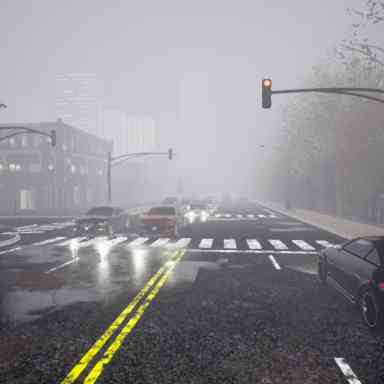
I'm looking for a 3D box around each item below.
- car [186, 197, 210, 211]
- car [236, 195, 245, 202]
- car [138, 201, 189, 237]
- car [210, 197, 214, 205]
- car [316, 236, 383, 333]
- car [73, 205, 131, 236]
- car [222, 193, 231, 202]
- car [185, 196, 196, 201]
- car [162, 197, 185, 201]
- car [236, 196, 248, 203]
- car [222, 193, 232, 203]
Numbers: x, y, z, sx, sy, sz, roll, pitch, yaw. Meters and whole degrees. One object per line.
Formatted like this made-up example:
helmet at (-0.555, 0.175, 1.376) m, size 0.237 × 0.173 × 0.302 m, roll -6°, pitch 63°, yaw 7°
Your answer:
car at (0.830, 1.589, 40.715) m, size 1.895 × 1.301 × 4.718 m, roll 0°, pitch 0°, yaw 6°
car at (11.527, 1.521, 78.909) m, size 1.994 × 1.385 × 4.181 m, roll 0°, pitch 0°, yaw 6°
car at (-1.544, 1.474, 18.387) m, size 1.882 × 1.535 × 5.008 m, roll 0°, pitch 0°, yaw 6°
car at (2.961, 1.526, 60.431) m, size 2.033 × 1.411 × 5.357 m, roll 0°, pitch 0°, yaw 6°
car at (3.952, 1.562, 6.692) m, size 1.994 × 1.385 × 4.181 m, roll 0°, pitch 0°, yaw 6°
car at (-4.810, 1.502, 18.407) m, size 1.837 × 1.490 × 4.892 m, roll 0°, pitch 0°, yaw 6°
car at (8.345, 1.194, 79.706) m, size 2.150 × 2.045 × 5.566 m, roll 0°, pitch 0°, yaw 6°
car at (-0.923, 1.546, 54.858) m, size 1.994 × 1.385 × 4.181 m, roll 0°, pitch 0°, yaw 6°
car at (-2.502, 1.341, 40.116) m, size 2.097 × 1.767 × 4.553 m, roll 0°, pitch 0°, yaw 6°
car at (10.562, 1.466, 68.865) m, size 2.128 × 1.511 × 4.902 m, roll 0°, pitch 0°, yaw 6°
car at (7.371, 1.477, 69.686) m, size 1.837 × 1.490 × 4.892 m, roll 0°, pitch 0°, yaw 6°
